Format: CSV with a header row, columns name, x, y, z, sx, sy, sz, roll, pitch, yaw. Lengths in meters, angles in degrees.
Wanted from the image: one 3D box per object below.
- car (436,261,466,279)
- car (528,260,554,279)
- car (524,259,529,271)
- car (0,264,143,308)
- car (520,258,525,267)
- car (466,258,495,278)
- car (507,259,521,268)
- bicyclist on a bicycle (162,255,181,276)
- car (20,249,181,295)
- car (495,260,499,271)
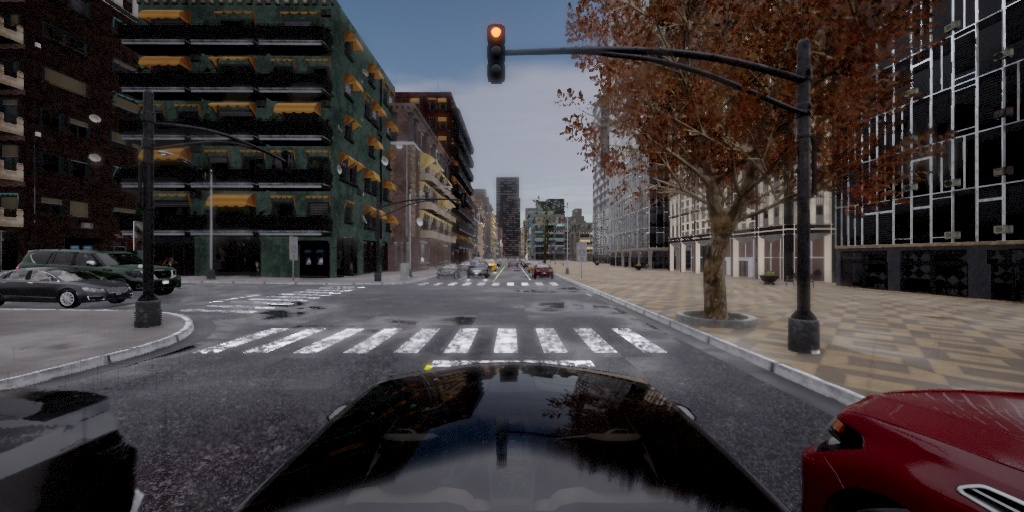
name,x,y,z,sx,sy,sz,roll,pitch,yaw
car,-5.641,1.313,32.346,2.007,1.370,4.403,0,0,0
car,2.739,1.307,32.333,1.888,1.381,4.507,0,0,0
car,2.757,1.298,43.568,1.751,1.417,4.829,0,0,0
car,-16.417,1.091,12.947,4.403,1.370,2.007,0,0,0
car,2.783,1.375,59.995,1.802,1.307,4.207,0,0,0
car,-3.043,1.255,33.632,2.128,1.511,4.902,0,0,1
car,0.199,1.289,63.479,2.128,1.511,4.902,0,0,0
bicyclist on a bicycle,-23.133,0.761,24.218,0.582,1.620,1.656,1,0,0
car,-17.766,0.747,15.530,5.566,2.045,2.150,1,0,0
car,-3.027,1.254,46.918,1.882,1.535,5.008,0,0,0
